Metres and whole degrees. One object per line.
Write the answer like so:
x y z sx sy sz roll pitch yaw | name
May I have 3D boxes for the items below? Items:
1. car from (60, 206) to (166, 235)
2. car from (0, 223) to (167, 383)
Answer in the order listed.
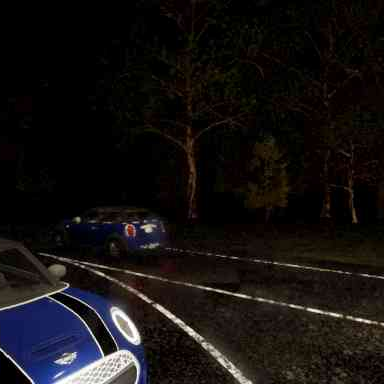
-3.160 1.290 12.359 4.553 1.767 2.097 0 0 36 | car
-2.666 1.338 3.771 4.553 1.767 2.097 1 0 35 | car
